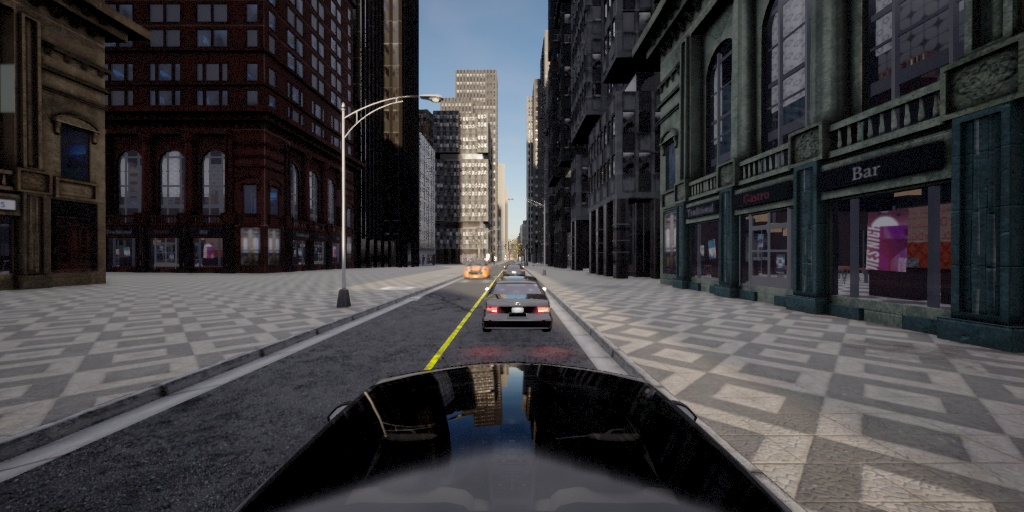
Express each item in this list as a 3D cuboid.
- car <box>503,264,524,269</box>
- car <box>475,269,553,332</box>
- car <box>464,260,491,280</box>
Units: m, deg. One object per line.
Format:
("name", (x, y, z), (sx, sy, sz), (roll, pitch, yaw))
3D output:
("car", (0.178, 1.367, 32.484), (1.994, 1.385, 4.181), (0, 0, 0))
("car", (0.124, 1.304, 10.838), (2.033, 1.411, 5.357), (0, 0, 0))
("car", (-3.025, 1.152, 32.022), (2.097, 1.767, 4.553), (0, 0, 0))
